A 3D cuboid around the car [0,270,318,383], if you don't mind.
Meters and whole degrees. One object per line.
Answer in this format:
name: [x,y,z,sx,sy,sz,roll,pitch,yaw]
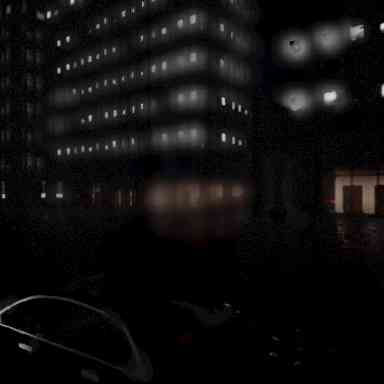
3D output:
car: [-0.995,1.561,3.580,4.403,1.369,2.008,0,0,35]
